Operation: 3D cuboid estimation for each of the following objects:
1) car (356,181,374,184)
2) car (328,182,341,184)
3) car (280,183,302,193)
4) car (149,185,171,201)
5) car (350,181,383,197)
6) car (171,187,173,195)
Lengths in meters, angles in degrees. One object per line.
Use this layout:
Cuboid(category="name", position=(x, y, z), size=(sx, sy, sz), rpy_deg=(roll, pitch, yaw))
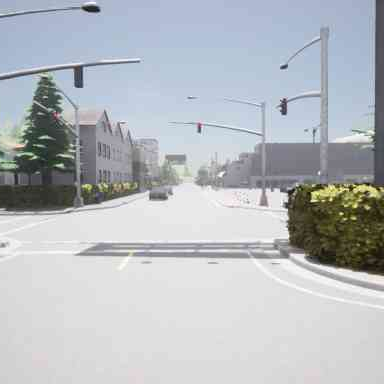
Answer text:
Cuboid(category="car", position=(18.922, -0.184, 34.310), size=(1.905, 1.878, 3.866), rpy_deg=(-1, 2, -1))
Cuboid(category="car", position=(25.143, -1.052, 59.598), size=(2.152, 1.636, 5.027), rpy_deg=(-1, 2, -1))
Cuboid(category="car", position=(15.125, -0.545, 52.157), size=(2.007, 1.523, 4.514), rpy_deg=(-1, 2, -1))
Cuboid(category="car", position=(-3.822, 0.119, 38.364), size=(1.882, 1.535, 5.008), rpy_deg=(-1, 2, 0))
Cuboid(category="car", position=(22.145, -0.472, 42.199), size=(1.932, 1.855, 4.605), rpy_deg=(-1, 2, -1))
Cuboid(category="car", position=(-3.876, -0.287, 50.430), size=(2.128, 1.511, 4.902), rpy_deg=(-1, 2, 0))
